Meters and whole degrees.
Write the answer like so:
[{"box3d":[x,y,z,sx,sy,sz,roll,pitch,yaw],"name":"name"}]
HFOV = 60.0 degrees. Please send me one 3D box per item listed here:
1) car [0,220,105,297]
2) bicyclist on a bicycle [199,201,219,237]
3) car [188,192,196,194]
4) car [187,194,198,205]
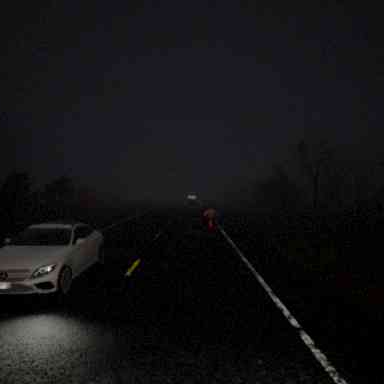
[{"box3d":[-3.600,1.519,8.677,1.812,1.442,4.674,0,0,0],"name":"car"},{"box3d":[0.940,1.423,16.837,0.866,1.612,1.509,0,0,0],"name":"bicyclist on a bicycle"},{"box3d":[0.008,1.094,73.594,2.150,2.045,5.566,0,0,1],"name":"car"},{"box3d":[0.100,1.517,55.768,1.895,1.301,4.718,0,0,0],"name":"car"}]
